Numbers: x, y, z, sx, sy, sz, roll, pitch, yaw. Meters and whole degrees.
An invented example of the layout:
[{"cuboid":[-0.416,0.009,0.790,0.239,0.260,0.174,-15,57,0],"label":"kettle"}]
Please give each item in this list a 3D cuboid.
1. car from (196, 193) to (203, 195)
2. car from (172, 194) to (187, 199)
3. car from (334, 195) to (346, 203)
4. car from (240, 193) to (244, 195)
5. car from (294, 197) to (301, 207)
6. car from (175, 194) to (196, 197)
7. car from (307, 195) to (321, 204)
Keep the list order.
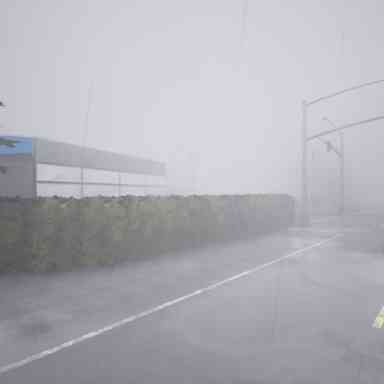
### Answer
[{"cuboid":[1.971,1.154,86.094,2.152,1.636,5.027,0,0,38],"label":"car"},{"cuboid":[-3.277,1.232,89.803,1.970,1.475,3.806,0,0,38],"label":"car"},{"cuboid":[29.106,1.374,65.139,1.845,1.501,3.633,0,0,38],"label":"car"},{"cuboid":[12.034,1.077,78.193,1.905,1.878,3.866,0,0,38],"label":"car"},{"cuboid":[13.036,1.340,44.656,2.007,1.523,4.514,0,0,38],"label":"car"},{"cuboid":[-1.875,1.298,66.108,2.007,1.523,4.514,0,0,38],"label":"car"},{"cuboid":[22.179,1.384,61.143,1.970,1.475,3.806,0,0,38],"label":"car"}]
